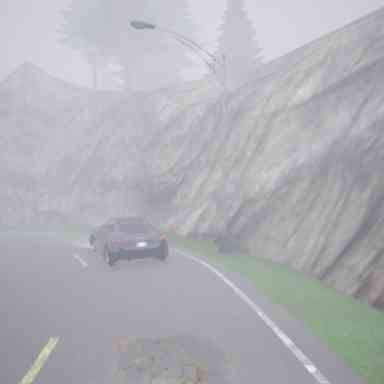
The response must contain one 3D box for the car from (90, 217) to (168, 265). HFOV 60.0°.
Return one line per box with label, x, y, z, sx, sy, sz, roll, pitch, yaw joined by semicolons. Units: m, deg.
car;-2.374;1.585;12.012;1.994;1.385;4.181;0;0;-24
